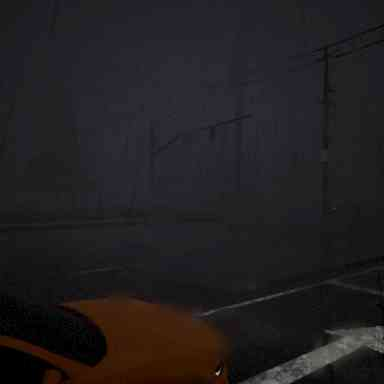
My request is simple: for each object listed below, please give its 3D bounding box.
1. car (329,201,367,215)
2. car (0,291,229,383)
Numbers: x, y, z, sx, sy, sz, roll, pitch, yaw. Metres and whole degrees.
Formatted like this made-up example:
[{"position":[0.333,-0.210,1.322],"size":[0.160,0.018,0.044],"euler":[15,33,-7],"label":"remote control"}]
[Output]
[{"position":[17.168,1.745,37.003],"size":[4.892,1.490,1.837],"euler":[1,0,-23],"label":"car"},{"position":[-1.945,1.475,2.359],"size":[5.008,1.535,1.882],"euler":[0,0,-36],"label":"car"}]
